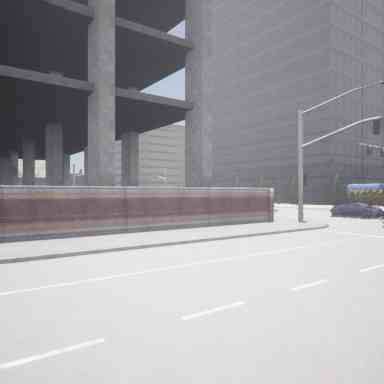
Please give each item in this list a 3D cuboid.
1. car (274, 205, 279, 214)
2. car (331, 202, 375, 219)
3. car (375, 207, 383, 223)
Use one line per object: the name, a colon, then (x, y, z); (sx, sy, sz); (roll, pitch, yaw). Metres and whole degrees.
car: (6.491, 1.491, 33.578); (2.128, 1.511, 4.902); (0, 0, -36)
car: (14.356, 1.564, 29.033); (1.994, 1.385, 4.181); (0, 0, -39)
car: (12.423, 1.491, 18.811); (2.128, 1.511, 4.902); (1, 0, 13)
